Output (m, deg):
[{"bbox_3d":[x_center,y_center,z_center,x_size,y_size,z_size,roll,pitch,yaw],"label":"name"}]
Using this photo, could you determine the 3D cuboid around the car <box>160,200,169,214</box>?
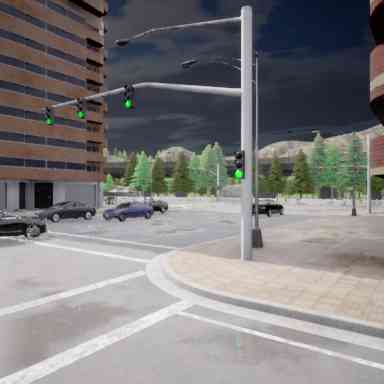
[{"bbox_3d":[-4.431,1.492,33.860,2.128,1.511,4.902,0,0,36],"label":"car"}]

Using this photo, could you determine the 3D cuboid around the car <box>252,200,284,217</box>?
[{"bbox_3d":[7.151,1.478,31.720,1.882,1.535,5.008,0,0,36],"label":"car"}]

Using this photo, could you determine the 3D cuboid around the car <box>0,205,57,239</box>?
[{"bbox_3d":[-9.135,1.491,15.120,2.128,1.511,4.902,0,0,36],"label":"car"}]

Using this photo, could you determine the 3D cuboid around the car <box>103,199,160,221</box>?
[{"bbox_3d":[-5.059,1.526,27.060,1.812,1.442,4.674,0,0,36],"label":"car"}]

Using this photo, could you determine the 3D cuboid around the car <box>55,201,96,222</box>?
[{"bbox_3d":[-9.918,1.505,26.322,1.837,1.490,4.892,0,0,36],"label":"car"}]
